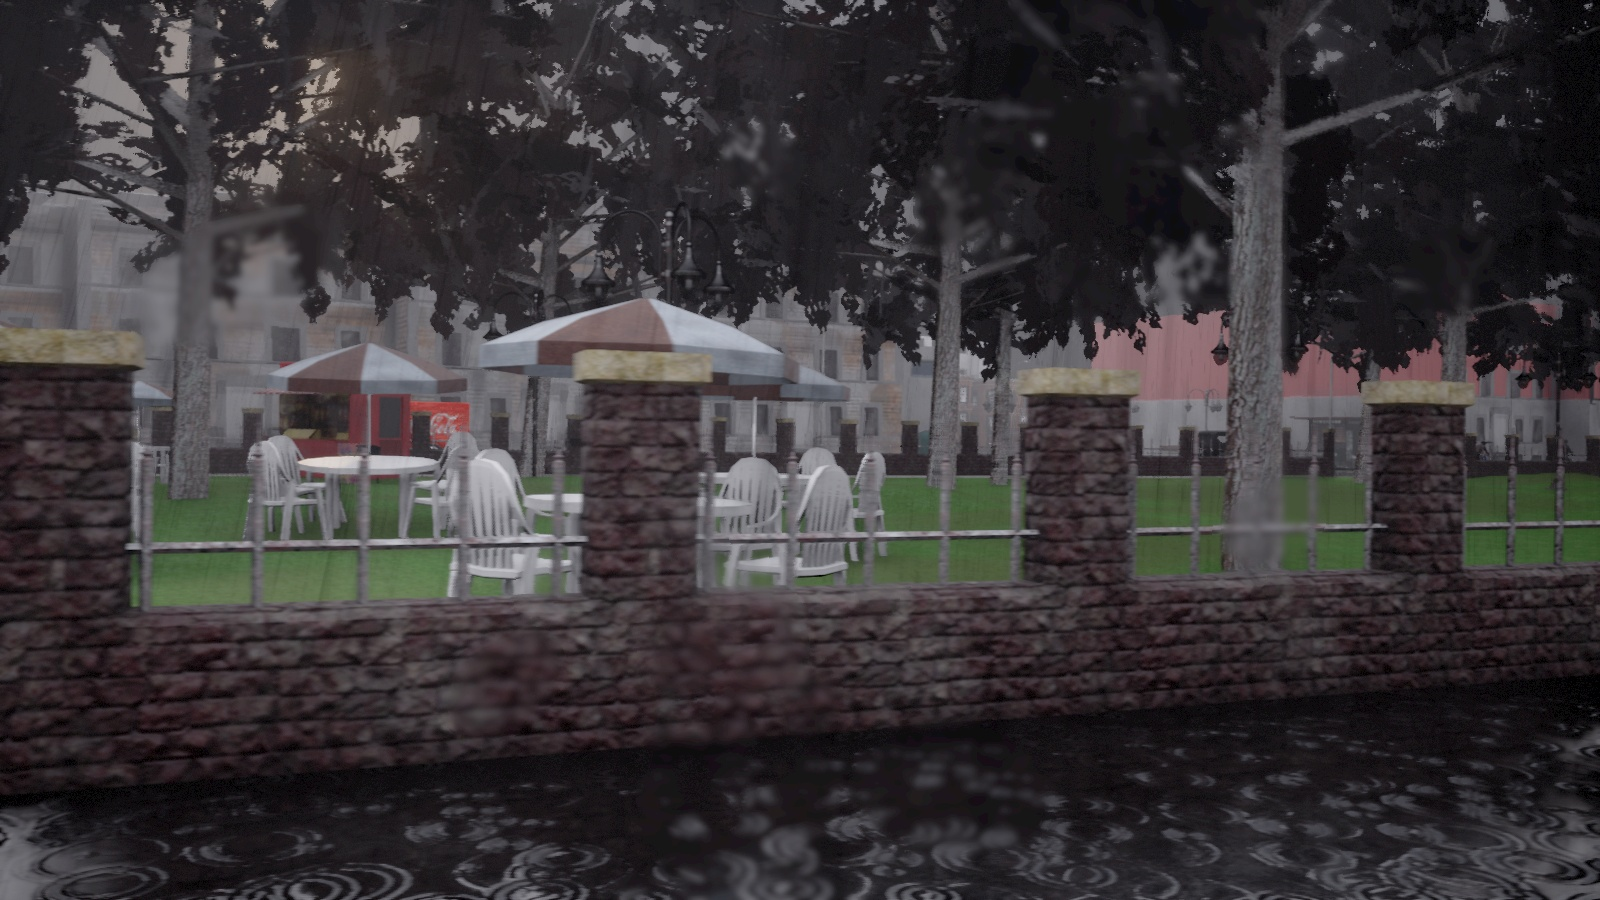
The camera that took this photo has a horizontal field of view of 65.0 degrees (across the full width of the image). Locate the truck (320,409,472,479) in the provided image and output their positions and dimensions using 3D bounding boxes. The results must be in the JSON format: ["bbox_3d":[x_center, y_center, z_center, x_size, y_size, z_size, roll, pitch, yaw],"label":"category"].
[{"bbox_3d":[-14.983,-0.266,46.483,5.204,2.467,2.627,-1,1,-21],"label":"truck"}]

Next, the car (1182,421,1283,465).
[{"bbox_3d":[18.976,-0.313,55.151,3.866,1.878,1.905,-1,1,-21],"label":"car"}]

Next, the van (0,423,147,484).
[{"bbox_3d":[-24.832,0.086,42.728,4.442,1.987,1.775,-1,1,-21],"label":"van"}]
